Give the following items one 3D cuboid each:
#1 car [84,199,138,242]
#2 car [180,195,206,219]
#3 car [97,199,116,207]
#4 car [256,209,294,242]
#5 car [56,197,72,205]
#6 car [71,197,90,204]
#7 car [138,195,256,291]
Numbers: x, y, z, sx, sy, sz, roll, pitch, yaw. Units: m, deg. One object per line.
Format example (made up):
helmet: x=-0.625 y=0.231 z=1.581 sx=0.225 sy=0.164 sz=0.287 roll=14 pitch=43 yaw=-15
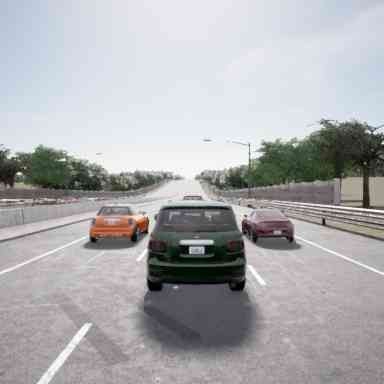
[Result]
car: x=-3.419 y=1.352 z=16.451 sx=2.097 sy=1.767 sz=4.553 roll=0 pitch=0 yaw=1
car: x=0.070 y=1.264 z=30.602 sx=2.150 sy=2.045 sz=5.566 roll=0 pitch=0 yaw=0
car: x=-14.066 y=1.799 z=54.738 sx=1.895 sy=1.301 sz=4.718 roll=0 pitch=0 yaw=0
car: x=3.584 y=1.526 z=16.200 sx=1.812 sy=1.442 sz=4.674 roll=0 pitch=0 yaw=0
car: x=-21.055 y=1.622 z=55.906 sx=2.097 sy=1.767 sz=4.553 roll=0 pitch=0 yaw=0
car: x=-17.570 y=1.720 z=54.302 sx=1.812 sy=1.442 sz=4.674 roll=0 pitch=-1 yaw=0
car: x=0.091 y=1.218 z=9.109 sx=2.150 sy=2.045 sz=5.566 roll=0 pitch=0 yaw=0
